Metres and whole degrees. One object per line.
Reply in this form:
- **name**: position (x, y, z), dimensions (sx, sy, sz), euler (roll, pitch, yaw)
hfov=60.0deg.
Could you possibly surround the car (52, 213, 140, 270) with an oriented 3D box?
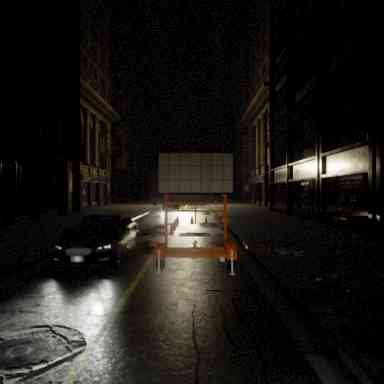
- **car**: position (-2.978, 1.492, 11.157), dimensions (2.128, 1.511, 4.902), euler (0, 0, 1)

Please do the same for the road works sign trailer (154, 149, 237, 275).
- **road works sign trailer**: position (0.114, 0.465, 10.413), dimensions (2.380, 3.560, 2.880), euler (0, 0, 1)

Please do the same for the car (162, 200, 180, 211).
- **car**: position (-2.523, 1.609, 40.381), dimensions (1.895, 1.301, 4.718), euler (0, 0, 1)
